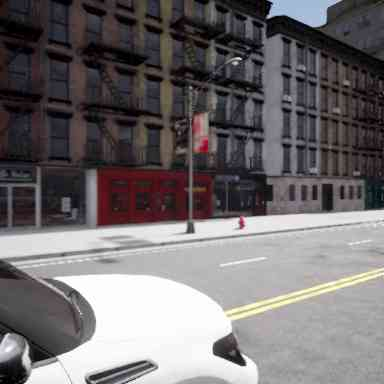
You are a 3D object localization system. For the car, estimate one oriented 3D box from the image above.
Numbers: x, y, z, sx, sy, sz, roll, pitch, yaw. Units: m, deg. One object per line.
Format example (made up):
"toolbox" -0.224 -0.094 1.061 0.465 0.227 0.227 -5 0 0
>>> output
"car" -2.120 1.222 1.932 5.566 2.045 2.150 0 0 -35
